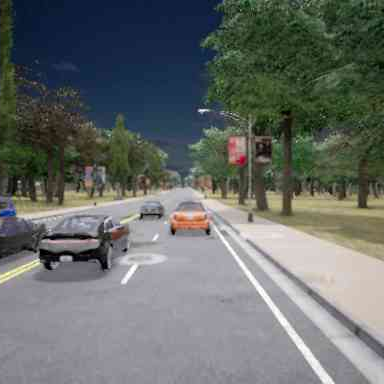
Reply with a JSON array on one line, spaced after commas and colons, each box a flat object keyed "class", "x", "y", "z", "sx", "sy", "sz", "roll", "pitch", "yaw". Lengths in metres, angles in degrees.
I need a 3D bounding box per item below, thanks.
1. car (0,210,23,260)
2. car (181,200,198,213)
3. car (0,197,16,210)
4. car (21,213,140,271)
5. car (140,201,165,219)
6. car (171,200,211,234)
[{"class": "car", "x": -6.705, "y": 1.563, "z": 11.145, "sx": 2.033, "sy": 1.411, "sz": 5.357, "roll": 0, "pitch": 0, "yaw": -1}, {"class": "car", "x": -0.297, "y": 1.573, "z": 37.966, "sx": 1.895, "sy": 1.301, "sz": 4.718, "roll": 0, "pitch": 0, "yaw": -1}, {"class": "car", "x": -9.997, "y": 1.247, "z": 14.834, "sx": 2.150, "sy": 2.045, "sz": 5.566, "roll": 0, "pitch": 0, "yaw": -1}, {"class": "car", "x": -3.252, "y": 1.493, "z": 10.943, "sx": 2.128, "sy": 1.511, "sz": 4.902, "roll": 0, "pitch": 0, "yaw": -1}, {"class": "car", "x": -3.451, "y": 1.536, "z": 29.391, "sx": 2.033, "sy": 1.411, "sz": 5.357, "roll": 0, "pitch": 0, "yaw": -1}, {"class": "car", "x": -0.093, "y": 1.334, "z": 19.134, "sx": 2.097, "sy": 1.767, "sz": 4.553, "roll": 0, "pitch": 0, "yaw": 0}]
